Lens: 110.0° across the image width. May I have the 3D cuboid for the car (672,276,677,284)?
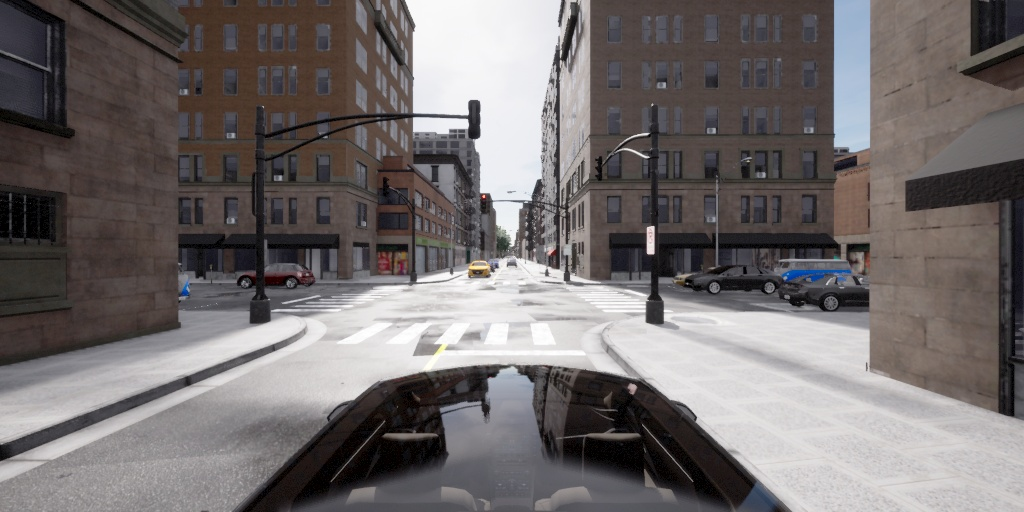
[{"bbox_3d":[12.408,1.264,21.968,4.829,1.417,1.751,0,0,1],"label":"car"}]

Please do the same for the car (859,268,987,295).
[{"bbox_3d":[21.949,1.346,19.306,4.718,1.301,1.895,0,0,1],"label":"car"}]

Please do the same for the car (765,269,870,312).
[{"bbox_3d":[12.513,1.305,13.441,4.403,1.370,2.007,0,0,1],"label":"car"}]

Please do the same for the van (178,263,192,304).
[{"bbox_3d":[-14.682,1.089,13.704,3.998,1.789,1.690,0,0,1],"label":"van"}]

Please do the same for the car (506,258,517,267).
[{"bbox_3d":[-0.044,1.260,63.714,2.033,1.411,5.357,0,0,0],"label":"car"}]

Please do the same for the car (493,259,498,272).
[{"bbox_3d":[-3.132,1.333,45.091,1.895,1.301,4.718,0,0,0],"label":"car"}]

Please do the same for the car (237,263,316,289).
[{"bbox_3d":[-14.617,1.172,22.230,4.097,1.591,1.967,0,0,1],"label":"car"}]

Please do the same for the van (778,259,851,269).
[{"bbox_3d":[18.247,1.081,21.911,3.998,1.789,1.690,0,0,1],"label":"van"}]

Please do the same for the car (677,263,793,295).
[{"bbox_3d":[11.916,1.248,19.416,4.892,1.490,1.837,0,0,-1],"label":"car"}]

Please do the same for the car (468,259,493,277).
[{"bbox_3d":[-3.123,1.218,34.780,1.882,1.535,5.008,0,0,-1],"label":"car"}]
